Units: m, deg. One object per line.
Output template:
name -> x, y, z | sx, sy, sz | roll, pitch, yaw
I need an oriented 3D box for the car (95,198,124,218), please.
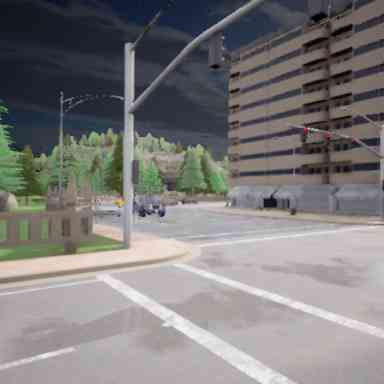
car -> -8.023, 1.593, 31.464 | 1.812, 1.442, 4.674 | 0, 0, -26

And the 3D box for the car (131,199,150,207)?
car -> -8.472, 1.810, 55.340 | 1.895, 1.301, 4.718 | 0, 0, 8

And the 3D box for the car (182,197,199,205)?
car -> -0.282, 1.873, 68.949 | 2.128, 1.511, 4.902 | 0, 0, 32

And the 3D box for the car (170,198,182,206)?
car -> -3.830, 1.839, 59.631 | 1.994, 1.385, 4.181 | 0, 0, 14

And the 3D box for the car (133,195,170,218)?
car -> -4.392, 1.322, 31.745 | 2.150, 2.045, 5.566 | 0, 0, -27
